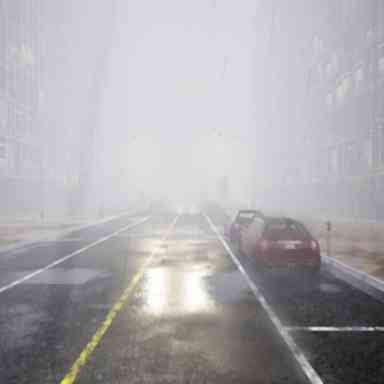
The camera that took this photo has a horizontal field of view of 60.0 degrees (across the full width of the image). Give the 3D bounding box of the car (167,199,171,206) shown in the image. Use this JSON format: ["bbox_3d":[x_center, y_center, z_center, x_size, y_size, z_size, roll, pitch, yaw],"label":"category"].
[{"bbox_3d":[-5.682,2.106,68.034,1.887,1.381,4.507,0,0,0],"label":"car"}]

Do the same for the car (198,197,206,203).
[{"bbox_3d":[2.702,2.163,90.794,1.967,1.590,4.097,0,0,0],"label":"car"}]

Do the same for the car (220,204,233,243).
[{"bbox_3d":[2.693,1.590,16.796,1.967,1.590,4.097,0,0,0],"label":"car"}]

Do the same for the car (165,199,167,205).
[{"bbox_3d":[-5.683,2.058,56.649,1.802,1.307,4.206,0,0,0],"label":"car"}]

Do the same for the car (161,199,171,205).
[{"bbox_3d":[-5.681,2.169,73.726,1.947,1.339,4.313,0,0,0],"label":"car"}]

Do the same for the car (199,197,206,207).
[{"bbox_3d":[2.697,2.041,56.641,1.947,1.339,4.313,0,0,0],"label":"car"}]

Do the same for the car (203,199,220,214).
[{"bbox_3d":[2.696,1.887,39.564,1.887,1.381,4.507,0,0,0],"label":"car"}]

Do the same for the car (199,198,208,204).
[{"bbox_3d":[2.700,2.210,79.408,1.947,1.339,4.313,0,0,0],"label":"car"}]

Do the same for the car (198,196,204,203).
[{"bbox_3d":[2.699,2.127,68.025,1.947,1.339,4.313,0,0,0],"label":"car"}]

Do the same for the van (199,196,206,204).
[{"bbox_3d":[2.701,2.025,85.104,1.690,1.788,3.998,0,0,0],"label":"van"}]

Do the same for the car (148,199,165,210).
[{"bbox_3d":[-5.684,1.977,50.956,1.887,1.381,4.507,0,0,0],"label":"car"}]

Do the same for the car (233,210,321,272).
[{"bbox_3d":[2.692,1.540,11.104,1.967,1.590,4.097,0,-1,0],"label":"car"}]
